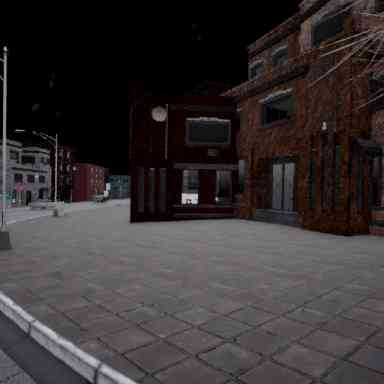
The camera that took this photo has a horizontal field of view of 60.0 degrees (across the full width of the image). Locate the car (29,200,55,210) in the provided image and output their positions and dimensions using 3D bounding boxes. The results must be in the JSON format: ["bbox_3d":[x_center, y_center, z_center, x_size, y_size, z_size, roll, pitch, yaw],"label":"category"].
[{"bbox_3d":[-20.679,1.721,45.997,1.895,1.301,4.718,1,0,-1],"label":"car"}]

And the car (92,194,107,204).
[{"bbox_3d":[-20.849,1.547,75.069,2.150,2.045,5.566,1,-1,-1],"label":"car"}]
